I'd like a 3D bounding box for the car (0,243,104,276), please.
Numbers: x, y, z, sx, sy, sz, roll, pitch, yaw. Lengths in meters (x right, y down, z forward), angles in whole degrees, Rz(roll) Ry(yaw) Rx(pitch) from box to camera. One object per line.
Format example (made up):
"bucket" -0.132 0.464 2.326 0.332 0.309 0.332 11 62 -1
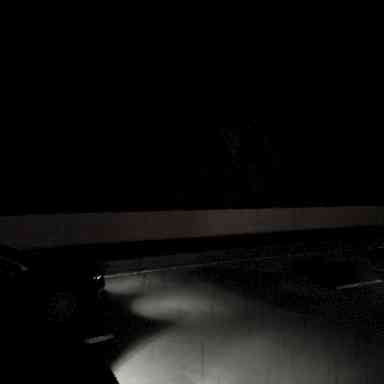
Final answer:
"car" -3.851 1.465 5.281 4.892 1.490 1.837 0 0 -35

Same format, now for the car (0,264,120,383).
"car" -2.372 1.546 1.755 4.181 1.385 1.994 0 0 -36
